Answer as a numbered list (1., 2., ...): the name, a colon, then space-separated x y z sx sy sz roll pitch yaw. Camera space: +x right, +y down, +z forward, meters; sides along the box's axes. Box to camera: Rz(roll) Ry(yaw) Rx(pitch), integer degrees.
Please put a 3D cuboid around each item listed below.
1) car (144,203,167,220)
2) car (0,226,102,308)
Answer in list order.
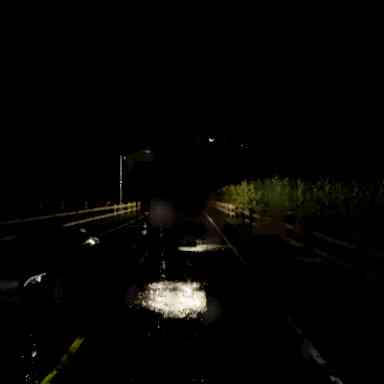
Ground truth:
1. car: -3.502 1.903 32.758 1.837 1.490 4.892 0 -1 0
2. car: -3.587 1.623 8.293 1.812 1.442 4.674 0 0 1
